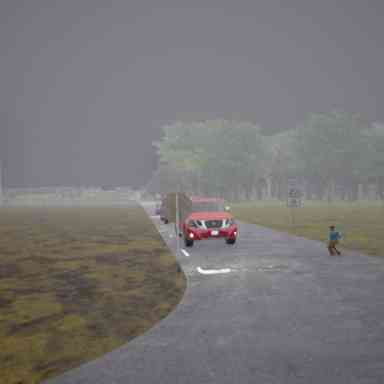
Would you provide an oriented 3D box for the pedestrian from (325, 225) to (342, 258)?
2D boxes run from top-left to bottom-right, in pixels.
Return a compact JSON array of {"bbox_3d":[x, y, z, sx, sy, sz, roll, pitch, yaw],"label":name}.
[{"bbox_3d":[4.761,1.646,11.111,0.500,1.100,0.500,-2,0,-10],"label":"pedestrian"}]

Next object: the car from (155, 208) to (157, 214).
[{"bbox_3d":[-2.986,1.689,36.109,1.812,1.442,4.674,-2,0,-9],"label":"car"}]

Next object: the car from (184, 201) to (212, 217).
[{"bbox_3d":[0.528,1.619,33.057,1.994,1.385,4.181,-2,0,-10],"label":"car"}]

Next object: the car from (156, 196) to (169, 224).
[{"bbox_3d":[-1.303,1.326,26.300,2.150,2.045,5.566,-2,0,-10],"label":"car"}]

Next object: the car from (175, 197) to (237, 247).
[{"bbox_3d":[0.448,1.295,16.086,2.150,2.045,5.566,-2,0,-10],"label":"car"}]
